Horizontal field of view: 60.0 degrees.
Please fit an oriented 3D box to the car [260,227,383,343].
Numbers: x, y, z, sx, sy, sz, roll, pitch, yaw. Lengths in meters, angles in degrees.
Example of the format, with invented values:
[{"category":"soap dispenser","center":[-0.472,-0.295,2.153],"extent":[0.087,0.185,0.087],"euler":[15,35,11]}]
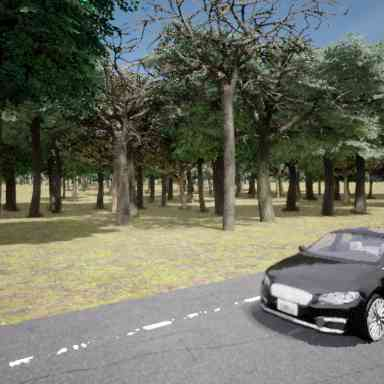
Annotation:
[{"category":"car","center":[3.421,1.492,6.548],"extent":[4.902,1.511,2.128],"euler":[0,0,-37]}]
